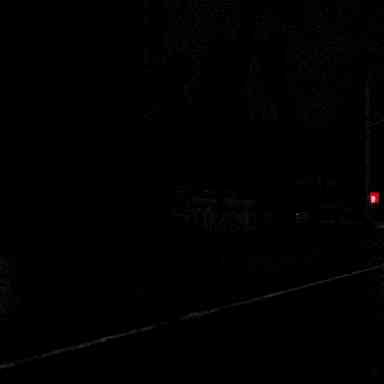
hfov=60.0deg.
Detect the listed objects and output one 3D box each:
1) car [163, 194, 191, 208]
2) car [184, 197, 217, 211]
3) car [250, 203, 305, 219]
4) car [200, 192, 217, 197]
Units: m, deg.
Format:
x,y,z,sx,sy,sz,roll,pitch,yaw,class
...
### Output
x,y,z,sx,sy,sz,roll,pitch,yaw,class
-2.787,1.507,48.882,2.128,1.511,4.902,0,0,-38,car
1.402,1.579,37.263,1.994,1.385,4.181,0,0,-37,car
7.460,1.616,29.243,1.895,1.301,4.718,0,0,-37,car
5.002,1.113,92.341,1.932,1.855,4.605,0,0,-37,car
